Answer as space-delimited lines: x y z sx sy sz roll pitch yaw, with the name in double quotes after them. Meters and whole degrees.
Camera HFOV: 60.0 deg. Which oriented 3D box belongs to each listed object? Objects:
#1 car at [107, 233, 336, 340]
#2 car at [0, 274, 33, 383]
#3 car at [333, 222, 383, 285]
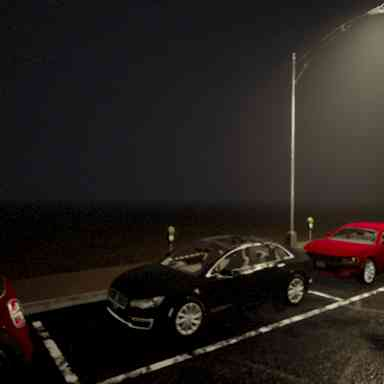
0.573 1.574 6.495 4.403 1.369 2.008 0 0 -35 "car"
-3.934 1.432 3.281 4.097 1.590 1.967 0 0 -35 "car"
5.081 1.598 9.709 4.507 1.381 1.887 0 0 -35 "car"
